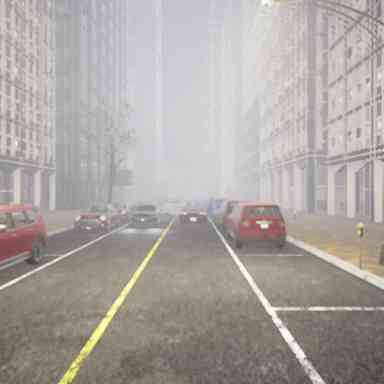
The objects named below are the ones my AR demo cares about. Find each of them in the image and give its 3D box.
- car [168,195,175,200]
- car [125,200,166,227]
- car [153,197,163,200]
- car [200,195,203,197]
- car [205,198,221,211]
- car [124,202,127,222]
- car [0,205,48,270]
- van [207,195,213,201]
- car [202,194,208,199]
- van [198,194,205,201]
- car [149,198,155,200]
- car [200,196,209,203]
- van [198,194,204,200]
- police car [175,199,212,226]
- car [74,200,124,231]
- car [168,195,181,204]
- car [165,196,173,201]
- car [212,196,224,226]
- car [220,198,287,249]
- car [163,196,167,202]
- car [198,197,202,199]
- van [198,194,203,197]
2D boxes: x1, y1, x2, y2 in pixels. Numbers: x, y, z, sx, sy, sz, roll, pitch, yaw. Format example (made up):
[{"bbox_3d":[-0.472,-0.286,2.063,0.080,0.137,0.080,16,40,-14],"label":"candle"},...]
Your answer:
[{"bbox_3d":[-5.774,1.596,94.461,1.887,1.381,4.507,0,0,0],"label":"car"},{"bbox_3d":[-3.120,1.542,23.357,1.837,1.490,4.892,0,0,0],"label":"car"},{"bbox_3d":[-5.735,1.587,48.703,1.752,1.417,4.829,0,0,0],"label":"car"},{"bbox_3d":[2.641,1.615,54.580,2.008,1.369,4.403,0,0,0],"label":"car"},{"bbox_3d":[2.650,1.584,43.350,1.752,1.417,4.829,0,0,0],"label":"car"},{"bbox_3d":[-5.716,1.481,26.080,1.967,1.590,4.097,0,0,0],"label":"car"},{"bbox_3d":[-5.702,1.332,8.986,2.192,1.841,5.009,0,0,0],"label":"car"},{"bbox_3d":[2.659,1.388,31.783,1.690,1.788,3.998,0,0,0],"label":"van"},{"bbox_3d":[2.655,1.368,37.482,2.192,1.841,5.009,0,0,0],"label":"car"},{"bbox_3d":[2.612,1.396,88.768,1.690,1.788,3.998,0,0,0],"label":"van"},{"bbox_3d":[-5.726,1.604,37.477,2.008,1.369,4.403,0,0,0],"label":"car"},{"bbox_3d":[2.627,1.607,71.673,1.887,1.381,4.507,0,0,0],"label":"car"},{"bbox_3d":[2.607,1.392,94.468,1.690,1.788,3.998,0,0,0],"label":"van"},{"bbox_3d":[0.079,1.551,23.747,2.038,1.542,4.974,0,1,0],"label":"police car"},{"bbox_3d":[-5.711,1.474,20.382,1.967,1.590,4.097,0,0,0],"label":"car"},{"bbox_3d":[-3.071,1.539,65.374,1.882,1.535,5.008,0,0,0],"label":"car"},{"bbox_3d":[-5.764,1.639,83.064,1.802,1.307,4.206,0,0,0],"label":"car"},{"bbox_3d":[2.669,1.349,20.387,2.192,1.841,5.009,0,0,0],"label":"car"},{"bbox_3d":[2.674,1.341,14.688,2.192,1.841,5.009,0,0,0],"label":"car"},{"bbox_3d":[-5.740,1.504,54.574,1.967,1.590,4.097,0,0,0],"label":"car"},{"bbox_3d":[0.064,1.620,41.467,1.994,1.385,4.181,0,0,0],"label":"car"},{"bbox_3d":[2.631,1.405,65.975,1.690,1.788,3.998,0,0,0],"label":"van"}]
